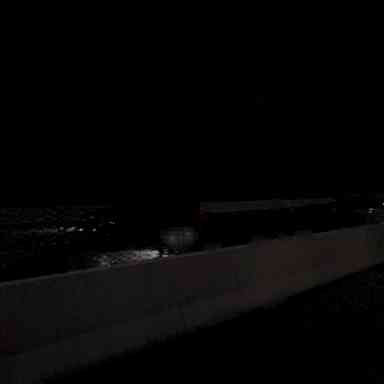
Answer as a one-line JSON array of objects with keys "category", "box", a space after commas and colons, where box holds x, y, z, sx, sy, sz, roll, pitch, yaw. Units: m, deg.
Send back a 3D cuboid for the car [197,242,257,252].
[{"category": "car", "box": [0.845, 1.586, 13.614, 4.181, 1.385, 1.994, 0, 0, -39]}]
